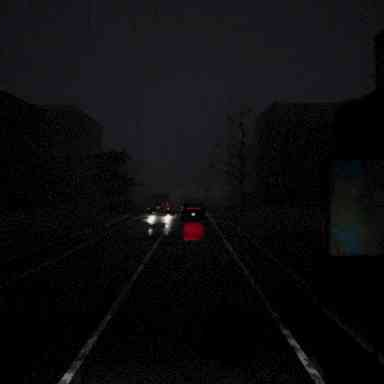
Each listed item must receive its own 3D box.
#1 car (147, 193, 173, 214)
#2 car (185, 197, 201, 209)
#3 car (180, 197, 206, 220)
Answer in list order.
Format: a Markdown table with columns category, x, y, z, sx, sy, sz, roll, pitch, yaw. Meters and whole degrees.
| category | x | y | z | sx | sy | sz | roll | pitch | yaw |
| --- | --- | --- | --- | --- | --- | --- | --- | --- | --- |
| car | -3.100 | 1.086 | 33.373 | 2.150 | 2.045 | 5.566 | 0 | 0 | 0 |
| car | 0.097 | 1.381 | 43.050 | 1.994 | 1.385 | 4.181 | 0 | 0 | 0 |
| car | 0.098 | 1.396 | 27.057 | 1.837 | 1.490 | 4.892 | 0 | 0 | 0 |
